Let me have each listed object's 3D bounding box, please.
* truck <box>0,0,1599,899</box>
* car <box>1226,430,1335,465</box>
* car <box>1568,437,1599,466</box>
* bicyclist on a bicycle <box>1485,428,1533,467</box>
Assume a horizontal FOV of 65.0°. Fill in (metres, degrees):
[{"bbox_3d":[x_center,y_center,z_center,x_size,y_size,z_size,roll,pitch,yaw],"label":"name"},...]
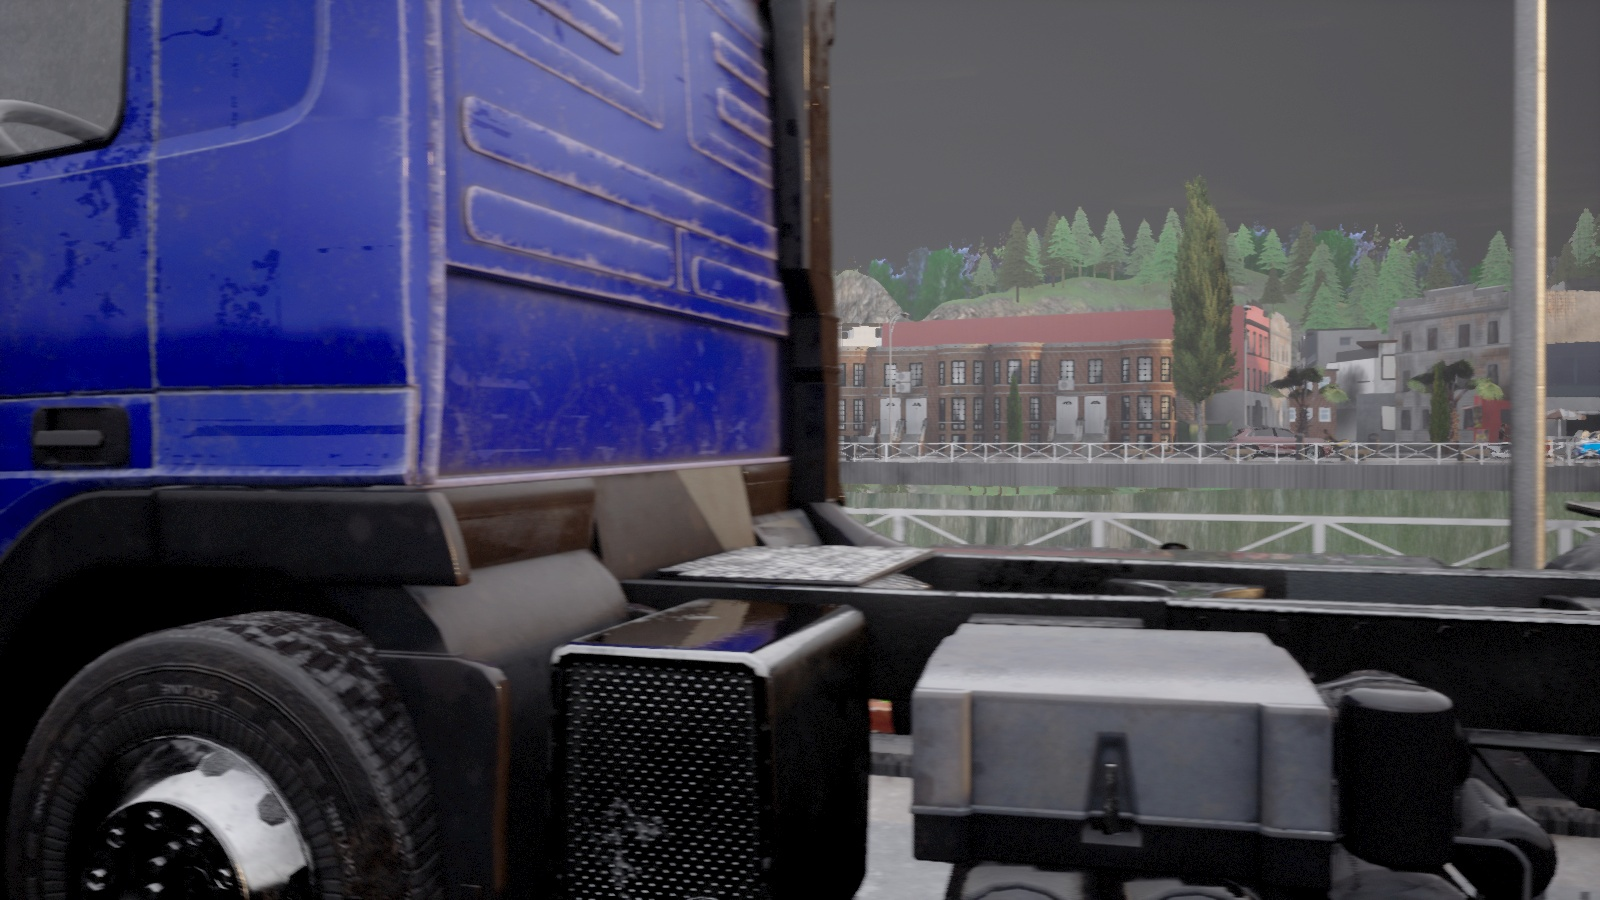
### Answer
[{"bbox_3d":[1.142,-0.204,3.323,7.936,3.462,2.891,1,1,19],"label":"truck"},{"bbox_3d":[23.261,-0.132,60.959,4.856,1.649,2.033,1,1,19],"label":"car"},{"bbox_3d":[38.261,0.062,60.137,2.207,1.376,1.481,1,1,19],"label":"car"},{"bbox_3d":[32.624,-0.106,57.811,1.843,1.776,0.659,0,1,19],"label":"bicyclist on a bicycle"}]
